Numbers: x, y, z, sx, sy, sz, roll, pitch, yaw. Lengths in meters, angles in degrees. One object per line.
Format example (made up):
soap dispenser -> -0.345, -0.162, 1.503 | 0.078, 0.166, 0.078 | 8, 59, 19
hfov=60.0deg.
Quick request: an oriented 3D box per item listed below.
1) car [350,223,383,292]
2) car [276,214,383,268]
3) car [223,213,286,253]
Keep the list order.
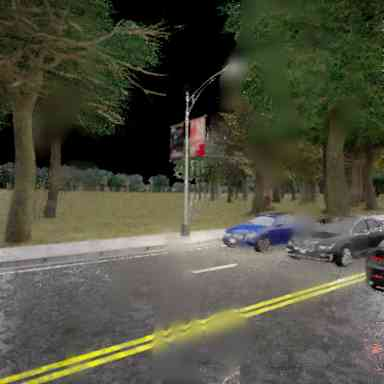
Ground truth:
car -> 5.996, 1.563, 7.961 | 4.892, 1.490, 1.837 | 0, -1, -37
car -> 5.385, 1.600, 11.817 | 4.892, 1.490, 1.837 | 0, -1, -37
car -> 3.446, 1.652, 14.425 | 4.674, 1.442, 1.812 | 0, -1, -37
